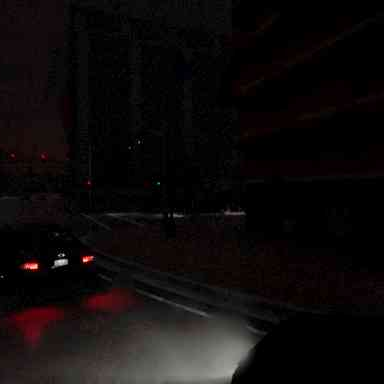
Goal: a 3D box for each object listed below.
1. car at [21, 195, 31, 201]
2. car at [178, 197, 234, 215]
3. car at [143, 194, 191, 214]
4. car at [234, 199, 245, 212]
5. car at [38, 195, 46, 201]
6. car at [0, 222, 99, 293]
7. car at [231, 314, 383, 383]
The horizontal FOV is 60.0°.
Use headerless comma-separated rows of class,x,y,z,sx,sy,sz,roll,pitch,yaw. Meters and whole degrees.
car,-40.176,1.521,80.618,2.128,1.511,4.902,0,0,-23
car,1.464,1.559,34.357,4.892,1.490,1.837,0,0,-23
car,-2.527,1.276,36.489,5.566,2.045,2.150,0,0,-23
car,6.624,1.559,40.289,4.892,1.490,1.837,0,0,-23
car,-37.089,1.536,82.302,2.033,1.411,5.357,0,0,-23
car,-4.351,1.547,9.033,2.033,1.411,5.357,0,0,-39
car,2.873,1.547,2.017,5.357,1.411,2.033,0,0,35
